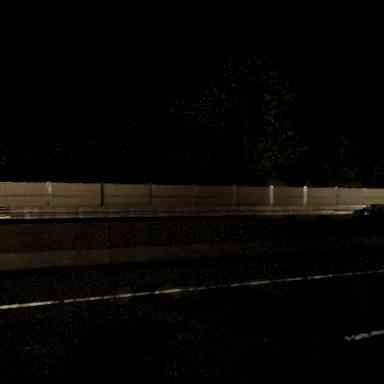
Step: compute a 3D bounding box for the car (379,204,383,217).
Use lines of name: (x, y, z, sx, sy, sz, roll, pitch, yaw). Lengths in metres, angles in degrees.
car: (18.550, 2.019, 28.006, 4.892, 1.490, 1.837, 1, -1, -20)

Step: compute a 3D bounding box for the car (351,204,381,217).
car: (17.224, 1.909, 31.249, 4.553, 1.767, 2.097, 1, -1, -20)
